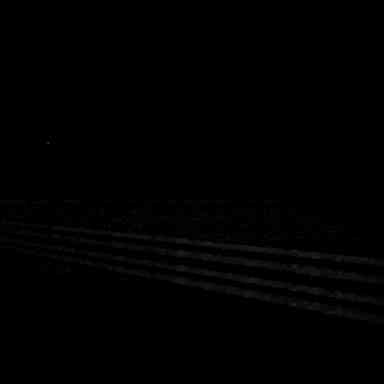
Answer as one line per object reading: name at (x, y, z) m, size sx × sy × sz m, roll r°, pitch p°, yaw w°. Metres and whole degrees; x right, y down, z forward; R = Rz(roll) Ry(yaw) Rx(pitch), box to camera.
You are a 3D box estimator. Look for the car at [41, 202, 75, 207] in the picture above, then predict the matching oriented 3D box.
car at (-22.589, 1.871, 56.250) m, size 5.357 × 1.411 × 2.033 m, roll 0°, pitch 0°, yaw 5°
